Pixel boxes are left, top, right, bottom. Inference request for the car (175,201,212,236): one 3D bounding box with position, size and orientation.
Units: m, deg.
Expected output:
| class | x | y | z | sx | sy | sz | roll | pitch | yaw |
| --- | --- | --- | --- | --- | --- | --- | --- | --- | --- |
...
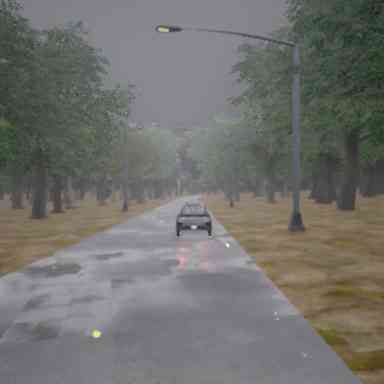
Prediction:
| class | x | y | z | sx | sy | sz | roll | pitch | yaw |
| --- | --- | --- | --- | --- | --- | --- | --- | --- | --- |
| car | 0.095 | 1.477 | 18.415 | 2.128 | 1.511 | 4.902 | 0 | 0 | 0 |
